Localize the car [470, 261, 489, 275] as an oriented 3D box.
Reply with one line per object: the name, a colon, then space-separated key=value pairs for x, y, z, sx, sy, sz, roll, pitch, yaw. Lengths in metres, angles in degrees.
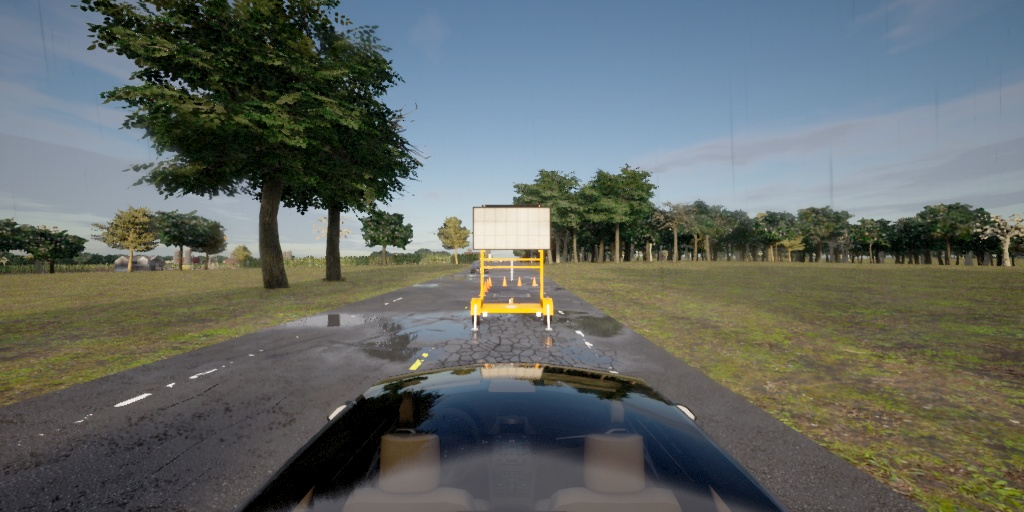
car: x=-3.611 y=1.279 z=40.162 sx=1.837 sy=1.490 sz=4.892 roll=0 pitch=0 yaw=0

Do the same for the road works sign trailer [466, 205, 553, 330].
road works sign trailer: x=-0.003 y=0.218 z=11.126 sx=2.380 sy=3.560 sz=2.880 roll=0 pitch=0 yaw=0
